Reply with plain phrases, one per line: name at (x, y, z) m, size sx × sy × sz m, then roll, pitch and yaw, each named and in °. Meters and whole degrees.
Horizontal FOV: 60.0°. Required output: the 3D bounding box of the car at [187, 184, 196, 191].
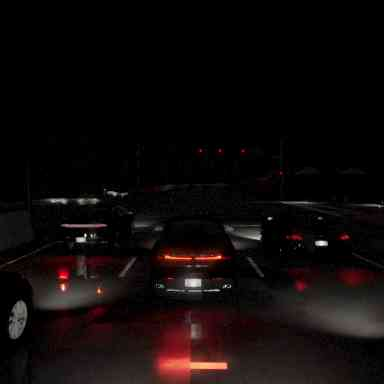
car at (-0.061, -1.021, 80.039) m, size 1.837 × 1.490 × 4.892 m, roll 0°, pitch 2°, yaw 0°

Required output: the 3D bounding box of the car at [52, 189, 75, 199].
car at (-17.631, 0.205, 45.969) m, size 1.895 × 1.301 × 4.718 m, roll 0°, pitch 2°, yaw 0°

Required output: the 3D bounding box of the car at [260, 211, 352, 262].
car at (3.564, 1.317, 11.112) m, size 1.994 × 1.385 × 4.181 m, roll 0°, pitch 2°, yaw 0°

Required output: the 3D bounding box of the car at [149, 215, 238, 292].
car at (0.051, 1.338, 8.512) m, size 1.837 × 1.490 × 4.892 m, roll 0°, pitch 2°, yaw 1°

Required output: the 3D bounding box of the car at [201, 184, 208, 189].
car at (3.430, -1.416, 91.514) m, size 1.895 × 1.301 × 4.718 m, roll 0°, pitch 2°, yaw 0°

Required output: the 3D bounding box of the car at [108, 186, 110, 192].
car at (-17.584, -0.450, 63.514) m, size 1.812 × 1.442 × 4.674 m, roll 0°, pitch 2°, yaw 0°

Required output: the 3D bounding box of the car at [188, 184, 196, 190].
car at (-0.071, -1.373, 91.896) m, size 2.033 × 1.411 × 5.357 m, roll 0°, pitch 2°, yaw 0°

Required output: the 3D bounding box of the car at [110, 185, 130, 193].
car at (-14.078, -0.566, 65.564) m, size 1.882 × 1.535 × 5.008 m, roll 0°, pitch 2°, yaw 0°

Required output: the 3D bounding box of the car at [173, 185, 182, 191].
car at (-3.560, -0.887, 78.857) m, size 1.895 × 1.301 × 4.718 m, roll 0°, pitch 2°, yaw 0°

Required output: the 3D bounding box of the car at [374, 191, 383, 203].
car at (21.348, 0.595, 32.577) m, size 5.357 × 1.411 × 2.033 m, roll 0°, pitch 2°, yaw 2°

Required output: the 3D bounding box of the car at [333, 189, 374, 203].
car at (17.944, 0.419, 36.208) m, size 4.902 × 1.511 × 2.128 m, roll 0°, pitch 2°, yaw 2°

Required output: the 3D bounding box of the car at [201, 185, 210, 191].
car at (3.438, -1.092, 81.069) m, size 1.882 × 1.535 × 5.008 m, roll 0°, pitch 2°, yaw 0°

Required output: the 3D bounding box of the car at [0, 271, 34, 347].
car at (-3.407, 1.476, 3.324) m, size 1.837 × 1.490 × 4.892 m, roll 0°, pitch 1°, yaw 0°

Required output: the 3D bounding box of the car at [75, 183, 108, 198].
car at (-14.132, -0.214, 47.146) m, size 2.150 × 2.045 × 5.566 m, roll 0°, pitch 2°, yaw 0°

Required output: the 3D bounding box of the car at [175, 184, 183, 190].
car at (-3.570, -1.359, 91.477) m, size 2.033 × 1.411 × 5.357 m, roll 0°, pitch 2°, yaw 0°

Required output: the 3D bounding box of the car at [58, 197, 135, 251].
car at (-3.427, 1.190, 12.711) m, size 2.128 × 1.511 × 4.902 m, roll 0°, pitch 2°, yaw 0°

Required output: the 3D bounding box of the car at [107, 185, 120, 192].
car at (-17.557, -0.780, 74.306) m, size 1.994 × 1.385 × 4.181 m, roll 0°, pitch 2°, yaw 0°

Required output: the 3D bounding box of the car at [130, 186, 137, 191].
car at (-14.059, -0.821, 76.795) m, size 1.895 × 1.301 × 4.718 m, roll 0°, pitch 2°, yaw 0°
